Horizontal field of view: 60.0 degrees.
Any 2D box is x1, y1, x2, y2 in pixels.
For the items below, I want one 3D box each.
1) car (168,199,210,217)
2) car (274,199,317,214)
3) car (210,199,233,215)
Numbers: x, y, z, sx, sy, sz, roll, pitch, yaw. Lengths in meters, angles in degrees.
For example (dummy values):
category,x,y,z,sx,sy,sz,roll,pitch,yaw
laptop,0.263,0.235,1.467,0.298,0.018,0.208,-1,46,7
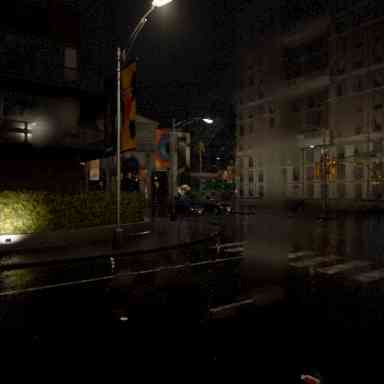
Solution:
category,x,y,z,sx,sy,sz,roll,pitch,yaw
car,-0.621,1.526,32.112,1.812,1.442,4.674,0,0,-35
car,11.053,1.504,35.847,1.837,1.490,4.892,0,0,-35
car,2.170,1.491,34.229,2.128,1.511,4.902,0,0,-35
